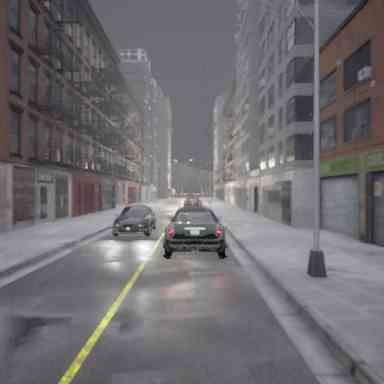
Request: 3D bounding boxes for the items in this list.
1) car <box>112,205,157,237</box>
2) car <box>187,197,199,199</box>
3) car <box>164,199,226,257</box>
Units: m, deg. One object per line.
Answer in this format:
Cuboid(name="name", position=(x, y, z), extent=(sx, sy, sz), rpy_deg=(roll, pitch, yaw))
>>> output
Cuboid(name="car", position=(-3.000, 1.488, 18.063), extent=(1.837, 1.490, 4.892), rpy_deg=(0, 0, 0))
Cuboid(name="car", position=(0.099, 1.324, 37.700), extent=(2.097, 1.767, 4.553), rpy_deg=(0, 0, 0))
Cuboid(name="car", position=(0.097, 1.339, 12.957), extent=(2.097, 1.767, 4.553), rpy_deg=(0, 0, 0))
